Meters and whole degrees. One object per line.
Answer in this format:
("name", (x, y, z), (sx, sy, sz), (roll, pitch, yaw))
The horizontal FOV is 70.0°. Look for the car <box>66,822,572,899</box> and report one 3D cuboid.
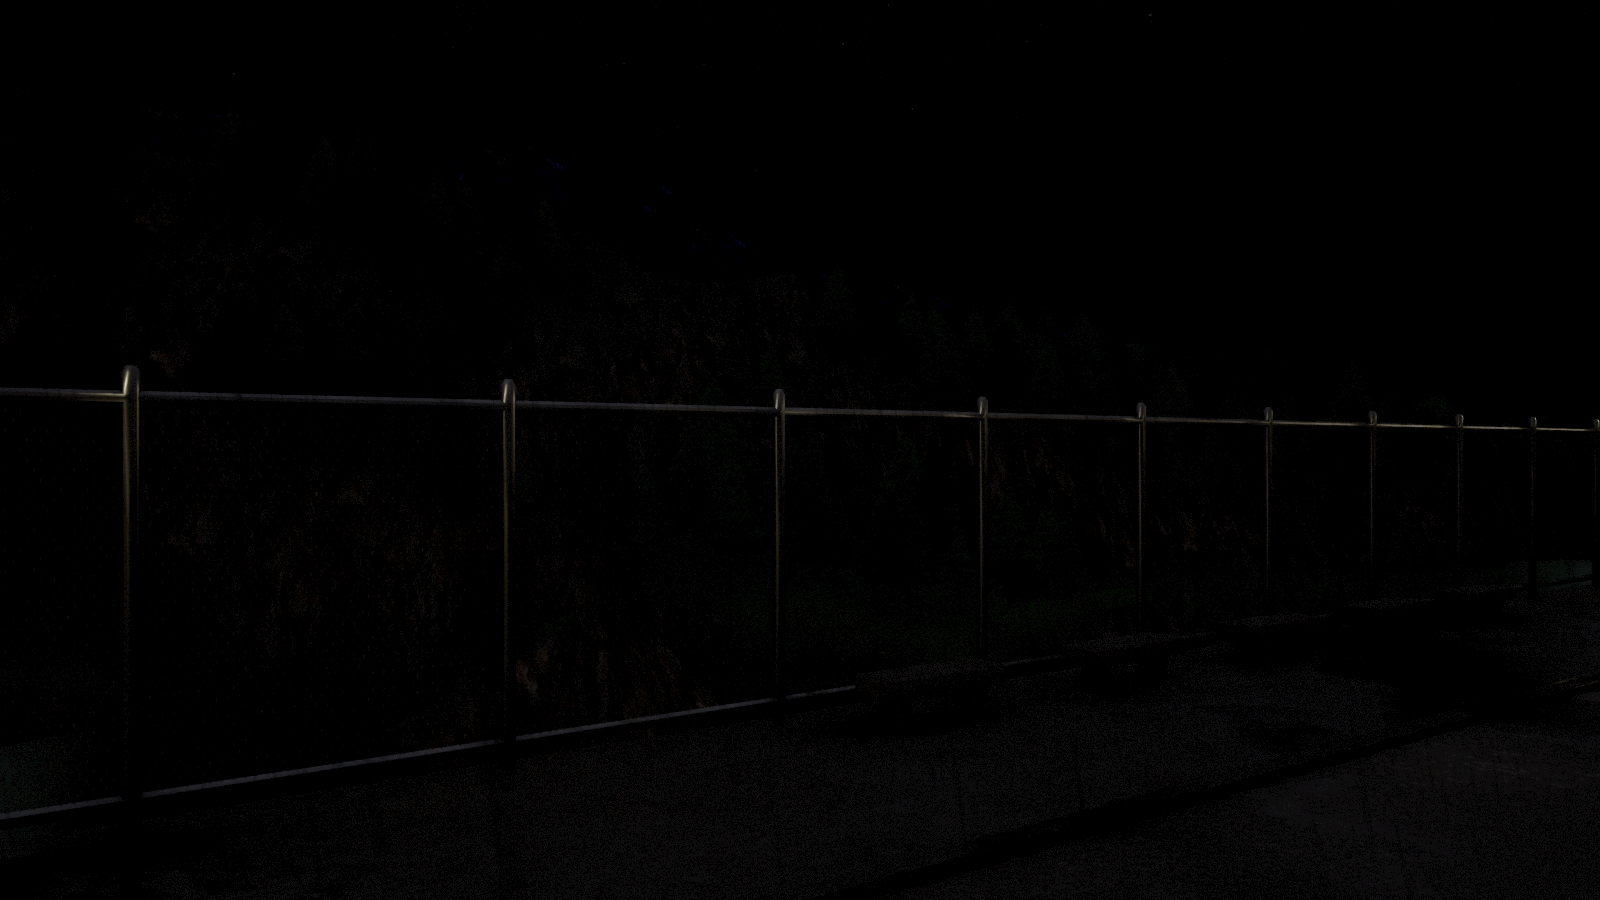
("car", (-2.705, 2.155, 2.482), (4.718, 1.301, 1.895), (0, 0, -35))
